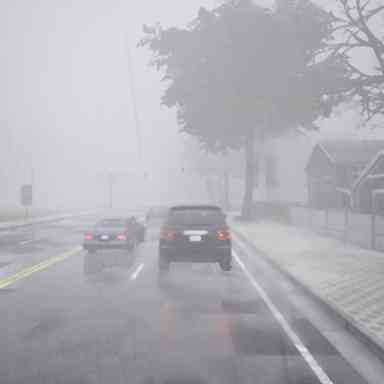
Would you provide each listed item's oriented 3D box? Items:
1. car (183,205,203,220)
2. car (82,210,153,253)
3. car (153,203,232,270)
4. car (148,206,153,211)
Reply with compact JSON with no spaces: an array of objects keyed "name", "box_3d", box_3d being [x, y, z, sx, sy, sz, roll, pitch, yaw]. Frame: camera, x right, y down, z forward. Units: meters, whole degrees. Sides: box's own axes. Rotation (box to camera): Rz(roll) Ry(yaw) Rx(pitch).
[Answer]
[{"name":"car","box_3d":[0.096,2.026,33.462,1.895,1.301,4.718,0,-1,0]},{"name":"car","box_3d":[-3.155,1.732,14.554,2.033,1.411,5.357,0,-1,0]},{"name":"car","box_3d":[0.095,1.373,11.728,2.150,2.045,5.566,0,0,0]},{"name":"car","box_3d":[-3.155,1.940,30.976,2.033,1.411,5.357,0,-1,0]}]
